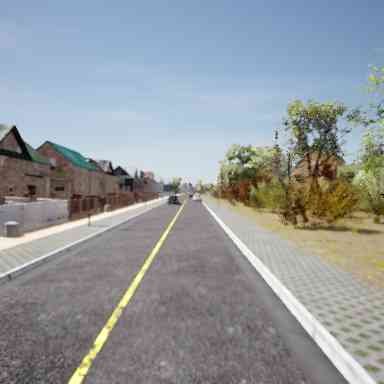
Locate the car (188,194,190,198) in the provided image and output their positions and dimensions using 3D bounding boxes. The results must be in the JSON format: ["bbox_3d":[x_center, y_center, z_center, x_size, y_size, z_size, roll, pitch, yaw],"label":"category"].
[{"bbox_3d":[0.054,0.901,85.318,2.033,1.411,5.357,0,0,0],"label":"car"}]

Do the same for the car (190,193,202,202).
[{"bbox_3d":[1.003,1.185,65.900,1.812,1.442,4.674,0,0,0],"label":"car"}]

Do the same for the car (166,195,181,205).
[{"bbox_3d":[-2.781,1.247,51.281,1.837,1.490,4.892,0,0,0],"label":"car"}]
